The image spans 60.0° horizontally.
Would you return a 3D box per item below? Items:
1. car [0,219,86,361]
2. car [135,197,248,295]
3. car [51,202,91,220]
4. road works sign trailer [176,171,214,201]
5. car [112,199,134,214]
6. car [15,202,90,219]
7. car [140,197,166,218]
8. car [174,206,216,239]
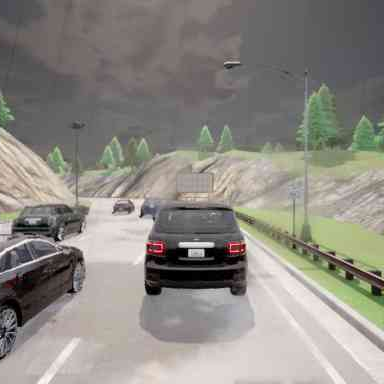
[{"bbox_3d":[-3.405,1.490,5.860,2.128,1.511,4.902,0,0,0],"label":"car"},{"bbox_3d":[0.088,1.221,8.833,2.150,2.045,5.566,0,0,0],"label":"car"},{"bbox_3d":[-10.505,1.601,29.306,1.895,1.301,4.718,0,0,-1],"label":"car"},{"bbox_3d":[0.189,0.464,21.556,2.380,3.560,2.880,0,0,0],"label":"road works sign trailer"},{"bbox_3d":[-7.342,1.525,35.973,1.812,1.442,4.674,0,0,-4],"label":"car"},{"bbox_3d":[-6.917,1.352,16.582,2.097,1.767,4.553,0,0,0],"label":"car"},{"bbox_3d":[-3.578,1.351,31.209,2.097,1.767,4.553,0,0,-2],"label":"car"},{"bbox_3d":[0.120,1.559,18.060,1.994,1.385,4.181,0,0,-1],"label":"car"}]
